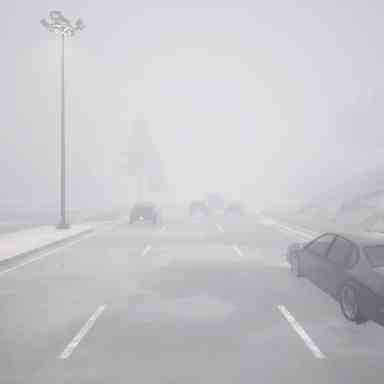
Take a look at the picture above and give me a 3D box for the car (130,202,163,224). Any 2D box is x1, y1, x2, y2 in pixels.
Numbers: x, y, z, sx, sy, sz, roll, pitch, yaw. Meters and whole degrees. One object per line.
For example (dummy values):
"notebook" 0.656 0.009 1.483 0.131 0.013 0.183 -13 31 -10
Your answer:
"car" -3.343 1.503 24.598 1.837 1.490 4.892 0 -1 1

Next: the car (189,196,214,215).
"car" 0.872 1.505 34.026 1.837 1.490 4.892 0 0 8

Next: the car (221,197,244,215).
"car" 4.291 1.526 33.930 1.812 1.442 4.674 0 0 8

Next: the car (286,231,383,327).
"car" 3.601 1.547 7.094 2.033 1.411 5.357 0 0 0

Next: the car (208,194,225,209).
"car" 3.330 1.221 44.193 2.150 2.045 5.566 0 0 16
